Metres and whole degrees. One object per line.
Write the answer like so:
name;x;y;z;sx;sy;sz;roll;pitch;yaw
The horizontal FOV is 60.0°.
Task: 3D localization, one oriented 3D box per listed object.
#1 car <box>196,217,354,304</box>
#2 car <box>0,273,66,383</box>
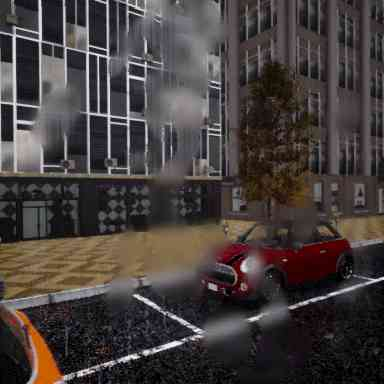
car;2.054;1.439;8.035;4.097;1.590;1.967;0;-1;-35
car;-2.852;1.352;1.345;4.553;1.767;2.097;0;0;-36
